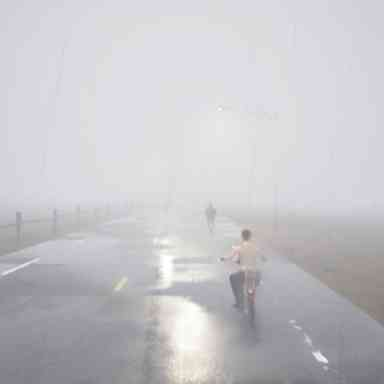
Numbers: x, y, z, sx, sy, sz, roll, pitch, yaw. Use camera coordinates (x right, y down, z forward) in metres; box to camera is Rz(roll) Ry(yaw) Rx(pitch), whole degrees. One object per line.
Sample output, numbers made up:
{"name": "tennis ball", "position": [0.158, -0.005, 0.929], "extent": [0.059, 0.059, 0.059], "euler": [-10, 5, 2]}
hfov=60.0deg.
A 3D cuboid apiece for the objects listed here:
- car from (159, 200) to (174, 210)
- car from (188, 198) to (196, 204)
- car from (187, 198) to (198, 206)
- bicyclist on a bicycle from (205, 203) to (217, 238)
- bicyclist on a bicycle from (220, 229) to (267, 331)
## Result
{"name": "car", "position": [-3.560, 1.830, 47.823], "extent": [2.033, 1.411, 5.357], "euler": [0, 0, 0]}
{"name": "car", "position": [0.039, 2.072, 76.770], "extent": [1.837, 1.490, 4.892], "euler": [0, -1, 0]}
{"name": "car", "position": [0.050, 1.918, 63.497], "extent": [2.128, 1.511, 4.902], "euler": [0, -1, 0]}
{"name": "bicyclist on a bicycle", "position": [0.973, 1.440, 17.340], "extent": [0.659, 1.776, 1.843], "euler": [0, 0, 0]}
{"name": "bicyclist on a bicycle", "position": [0.949, 1.454, 5.919], "extent": [0.866, 1.612, 1.509], "euler": [0, 0, 0]}
